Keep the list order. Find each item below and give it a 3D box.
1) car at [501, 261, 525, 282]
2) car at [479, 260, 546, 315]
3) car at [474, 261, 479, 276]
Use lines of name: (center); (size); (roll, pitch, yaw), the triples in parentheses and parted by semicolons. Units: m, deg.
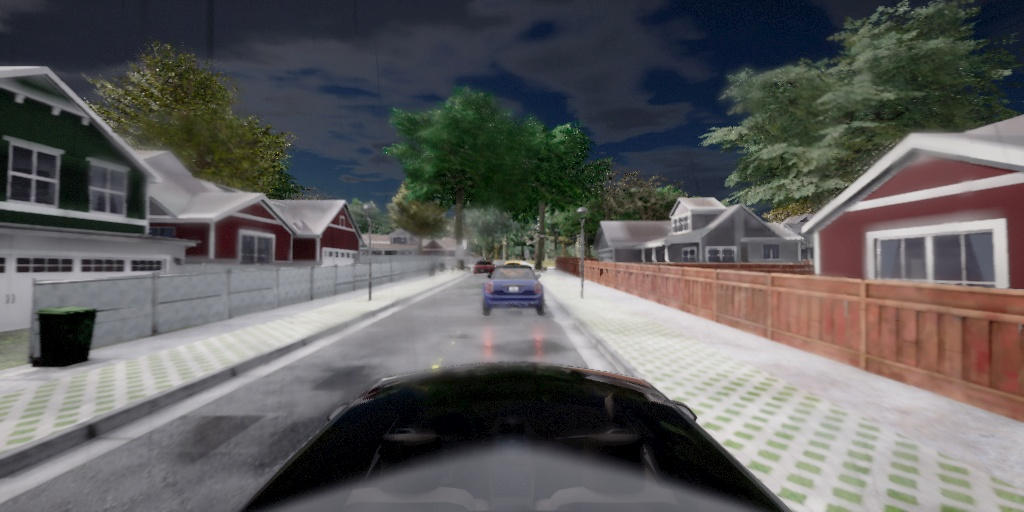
car: (0.093, 1.186, 29.757); (1.882, 1.535, 5.008); (0, 0, 0)
car: (0.077, 1.087, 13.698); (2.097, 1.767, 4.553); (0, 0, 0)
car: (-2.802, 1.171, 36.907); (1.882, 1.535, 5.008); (0, 0, 0)
